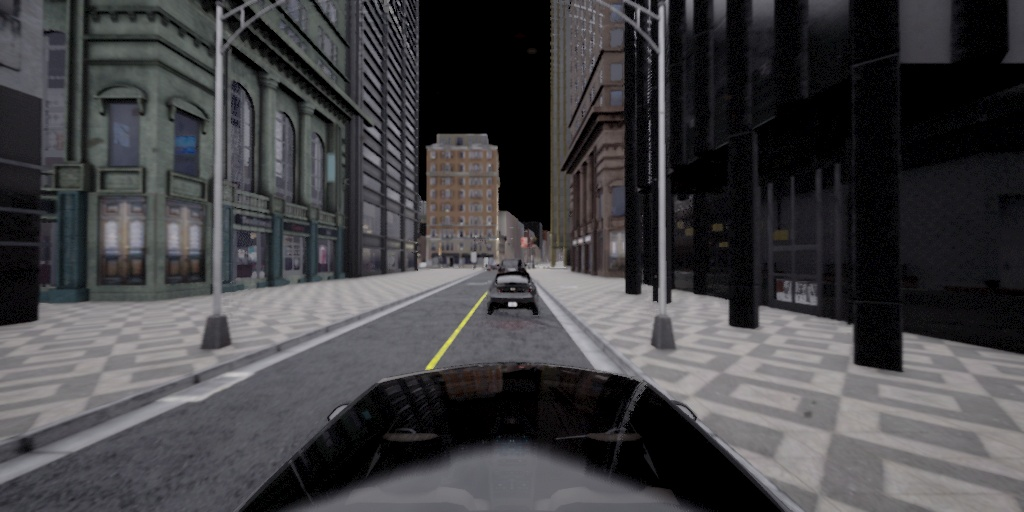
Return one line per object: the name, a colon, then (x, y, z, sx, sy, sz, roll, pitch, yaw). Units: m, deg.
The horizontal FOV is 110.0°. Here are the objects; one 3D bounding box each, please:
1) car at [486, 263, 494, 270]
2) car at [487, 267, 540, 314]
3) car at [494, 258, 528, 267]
car: (-3.042, 1.845, 58.897, 1.994, 1.385, 4.181, 0, -1, 1)
car: (0.045, 1.363, 14.265, 1.837, 1.490, 4.892, 0, 0, 1)
car: (0.033, 1.204, 28.146, 2.150, 2.045, 5.566, 0, 0, 1)
